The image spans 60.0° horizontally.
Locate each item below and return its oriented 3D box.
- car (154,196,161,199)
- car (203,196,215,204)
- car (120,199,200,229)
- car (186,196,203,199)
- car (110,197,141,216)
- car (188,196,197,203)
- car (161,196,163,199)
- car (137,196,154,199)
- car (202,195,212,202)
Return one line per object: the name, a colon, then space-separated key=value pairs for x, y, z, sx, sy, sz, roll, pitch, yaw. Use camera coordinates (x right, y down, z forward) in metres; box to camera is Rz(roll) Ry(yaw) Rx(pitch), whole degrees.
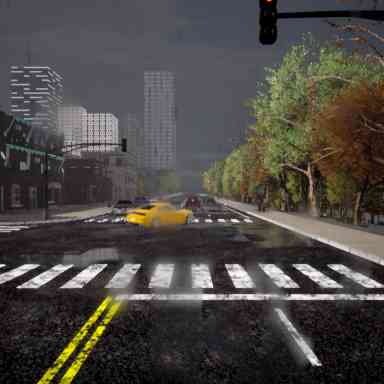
car: x=-6.532 y=1.507 z=53.050 sx=1.812 sy=1.442 sz=4.674 roll=0 pitch=0 yaw=0
car: x=3.410 y=1.523 z=63.768 sx=2.033 sy=1.411 sz=5.357 roll=0 pitch=0 yaw=0
car: x=-1.945 y=1.472 z=21.663 sx=1.882 sy=1.535 sz=5.008 roll=1 pitch=1 yaw=39
car: x=0.149 y=1.335 z=51.474 sx=2.097 sy=1.767 sz=4.553 roll=0 pitch=0 yaw=0
car: x=-6.561 y=1.516 z=32.564 sx=1.812 sy=1.442 sz=4.674 roll=0 pitch=0 yaw=0
car: x=0.107 y=1.569 z=71.775 sx=1.895 sy=1.301 sz=4.718 roll=0 pitch=0 yaw=0
car: x=-6.484 y=1.468 z=63.493 sx=2.128 sy=1.511 sz=4.902 roll=0 pitch=0 yaw=1
car: x=-6.548 y=1.337 z=42.757 sx=2.097 sy=1.767 sz=4.553 roll=0 pitch=0 yaw=0
car: x=3.328 y=1.510 z=74.422 sx=2.033 sy=1.411 sz=5.357 roll=0 pitch=0 yaw=0
